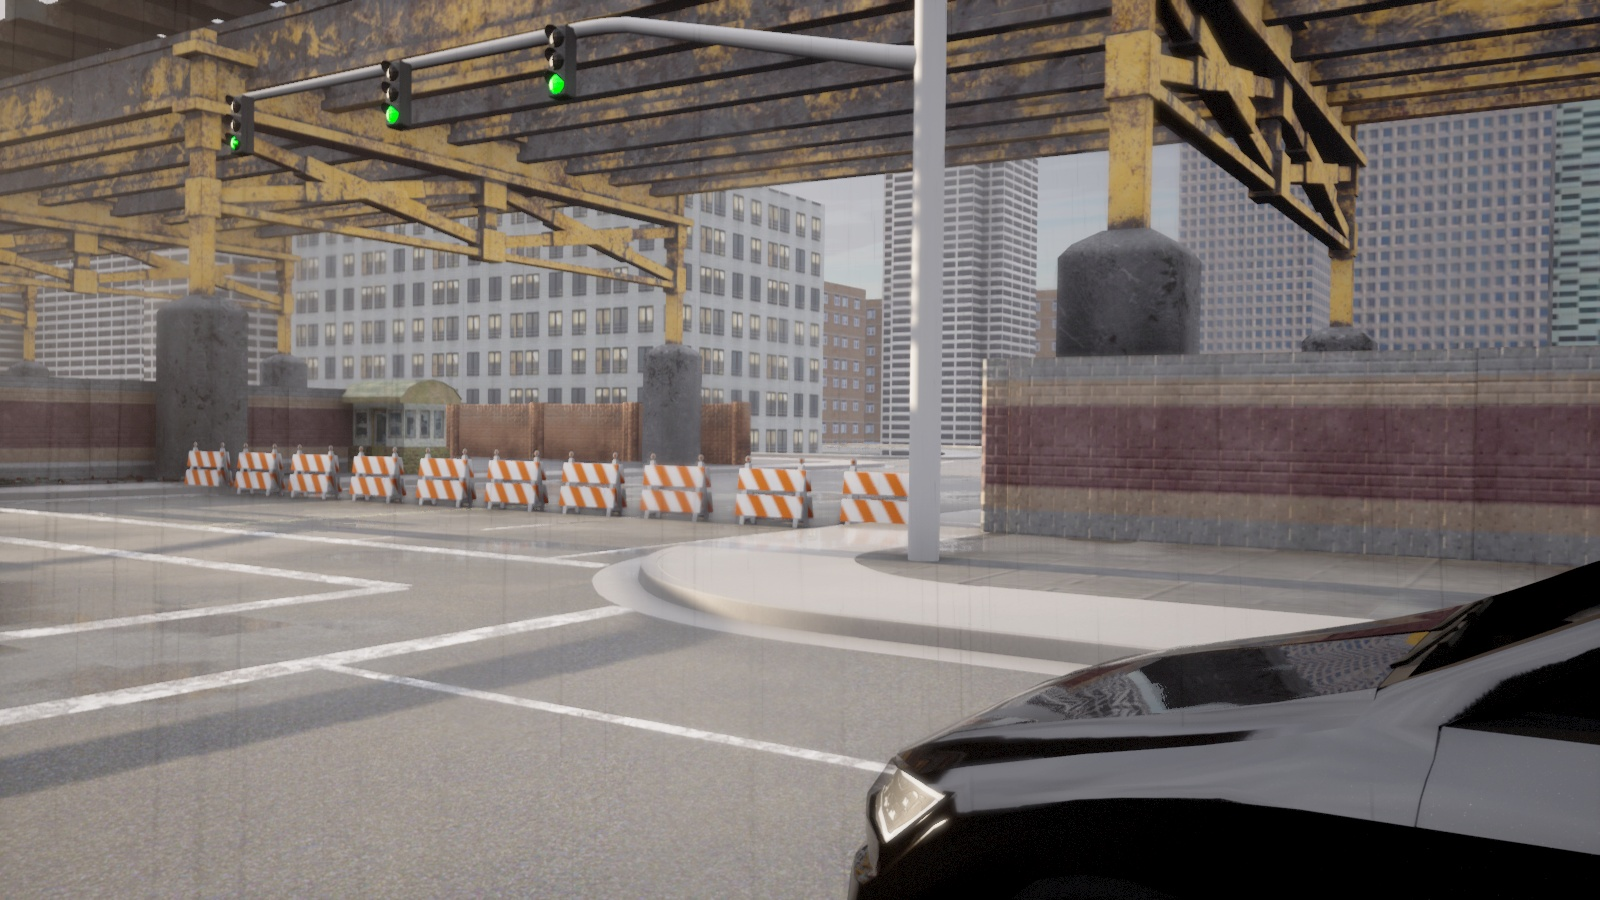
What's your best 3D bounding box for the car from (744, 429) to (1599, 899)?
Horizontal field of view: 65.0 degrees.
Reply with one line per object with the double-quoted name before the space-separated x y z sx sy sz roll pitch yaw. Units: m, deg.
"car" 2.137 0.698 2.204 4.193 1.474 1.816 0 1 34
